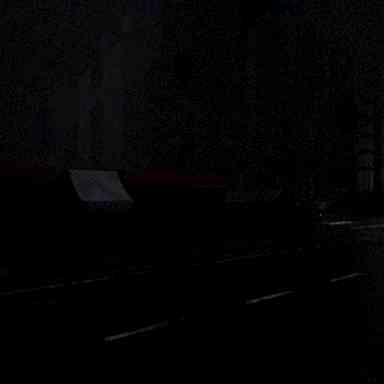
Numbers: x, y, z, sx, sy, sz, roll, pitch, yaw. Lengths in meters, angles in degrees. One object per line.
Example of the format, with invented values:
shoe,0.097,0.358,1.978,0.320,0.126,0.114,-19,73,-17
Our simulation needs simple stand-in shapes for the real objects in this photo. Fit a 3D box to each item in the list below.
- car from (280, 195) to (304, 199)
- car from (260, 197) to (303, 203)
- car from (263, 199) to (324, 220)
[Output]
car,16.736,1.391,57.425,1.905,1.878,3.866,0,0,-36
car,8.662,1.607,34.146,1.837,1.490,4.892,0,0,-36
car,8.716,1.587,28.087,1.837,1.490,4.892,0,0,-36
